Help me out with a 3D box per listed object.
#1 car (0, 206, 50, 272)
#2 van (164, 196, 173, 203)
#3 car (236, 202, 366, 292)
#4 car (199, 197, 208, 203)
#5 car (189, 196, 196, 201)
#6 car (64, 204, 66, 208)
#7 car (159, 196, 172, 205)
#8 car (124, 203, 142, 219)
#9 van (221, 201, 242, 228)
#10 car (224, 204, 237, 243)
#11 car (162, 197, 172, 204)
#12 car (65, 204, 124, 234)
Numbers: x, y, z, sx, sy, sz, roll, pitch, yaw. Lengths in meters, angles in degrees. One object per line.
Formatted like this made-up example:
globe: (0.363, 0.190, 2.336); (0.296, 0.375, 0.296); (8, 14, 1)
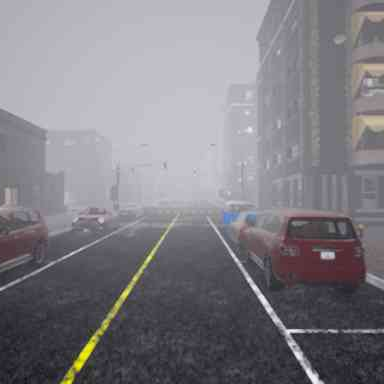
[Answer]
car: (-5.665, 1.366, 9.043); (2.192, 1.841, 5.009); (1, 0, 0)
van: (-5.610, 1.777, 79.996); (1.690, 1.788, 3.998); (1, 0, 0)
car: (2.714, 1.365, 9.029); (2.192, 1.841, 5.009); (1, 0, 0)
car: (2.767, 1.876, 80.049); (1.967, 1.590, 4.097); (1, 0, 0)
car: (0.071, 1.875, 92.132); (1.812, 1.442, 4.674); (0, 0, 0)
car: (-19.265, 1.867, 45.935); (4.507, 1.381, 1.887); (0, -1, 1)
car: (-5.700, 1.919, 68.626); (1.887, 1.381, 4.507); (1, 0, 0)
car: (-5.654, 1.720, 30.670); (2.008, 1.369, 4.403); (1, 0, 0)
van: (2.723, 1.451, 19.843); (1.690, 1.788, 3.998); (1, 0, 0)
car: (2.716, 1.520, 14.436); (1.967, 1.590, 4.097); (1, 0, 0)
car: (-5.619, 1.950, 74.307); (1.887, 1.381, 4.507); (1, 0, 0)
car: (-5.659, 1.550, 19.857); (1.967, 1.590, 4.097); (1, 0, 0)
